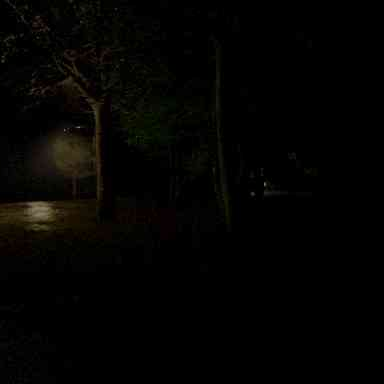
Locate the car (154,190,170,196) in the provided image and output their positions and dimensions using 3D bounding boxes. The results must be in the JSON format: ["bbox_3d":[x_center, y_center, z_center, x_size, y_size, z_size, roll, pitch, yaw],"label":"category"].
[{"bbox_3d":[-6.648,0.213,76.809,1.837,1.490,4.892,-3,-1,34],"label":"car"}]
